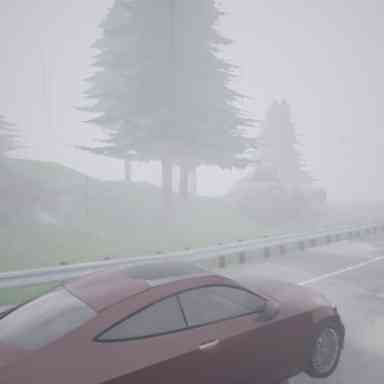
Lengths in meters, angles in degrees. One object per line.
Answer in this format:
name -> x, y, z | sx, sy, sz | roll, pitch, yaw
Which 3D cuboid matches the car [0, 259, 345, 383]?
car -> -0.146, 1.540, 3.824 | 4.674, 1.442, 1.812 | 0, 0, -37
